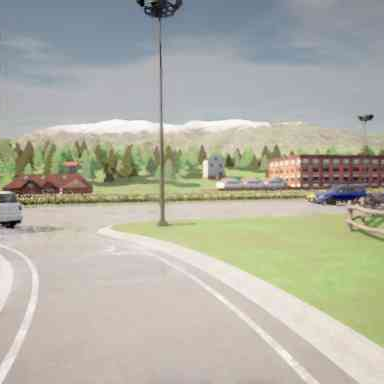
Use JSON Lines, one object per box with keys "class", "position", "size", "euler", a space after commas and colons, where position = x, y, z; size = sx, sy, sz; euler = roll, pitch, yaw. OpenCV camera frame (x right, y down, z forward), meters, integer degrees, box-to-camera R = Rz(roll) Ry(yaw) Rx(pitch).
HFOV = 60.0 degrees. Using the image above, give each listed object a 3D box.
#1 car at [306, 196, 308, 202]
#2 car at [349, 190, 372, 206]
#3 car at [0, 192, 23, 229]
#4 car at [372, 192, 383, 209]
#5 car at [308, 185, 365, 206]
{"class": "car", "position": [15.529, 0.532, 38.160], "size": [5.008, 1.535, 1.882], "euler": [-1, 1, -13]}
{"class": "car", "position": [17.598, 0.725, 31.460], "size": [4.181, 1.385, 1.994], "euler": [-1, 1, -13]}
{"class": "car", "position": [-11.711, 1.012, 17.756], "size": [5.566, 2.045, 2.150], "euler": [0, 0, 21]}
{"class": "car", "position": [17.993, 0.751, 27.959], "size": [4.674, 1.442, 1.812], "euler": [-1, 1, -13]}
{"class": "car", "position": [15.430, 0.346, 34.542], "size": [5.566, 2.045, 2.150], "euler": [-1, 1, -13]}
